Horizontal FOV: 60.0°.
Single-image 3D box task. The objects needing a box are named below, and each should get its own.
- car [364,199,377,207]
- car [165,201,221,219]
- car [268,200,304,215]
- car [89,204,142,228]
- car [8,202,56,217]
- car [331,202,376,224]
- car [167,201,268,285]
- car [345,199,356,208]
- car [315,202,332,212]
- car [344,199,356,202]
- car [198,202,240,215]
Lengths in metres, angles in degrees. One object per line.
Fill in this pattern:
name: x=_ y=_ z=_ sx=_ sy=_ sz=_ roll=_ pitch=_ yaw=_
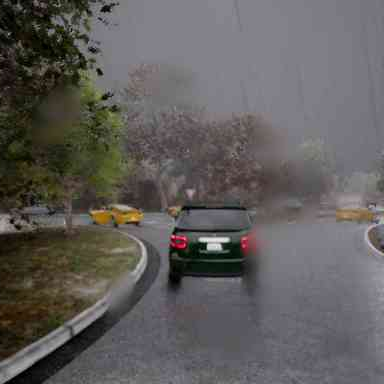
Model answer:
car: x=31.876 y=1.920 z=59.475 sx=1.895 sy=1.301 sz=4.718 roll=0 pitch=0 yaw=25
car: x=0.099 y=1.627 z=31.591 sx=5.008 sy=1.535 sz=1.882 roll=1 pitch=0 yaw=-25
car: x=10.342 y=1.666 z=37.088 sx=4.553 sy=1.767 sz=2.097 roll=2 pitch=-1 yaw=-31
car: x=-5.434 y=1.559 z=23.240 sx=1.882 sy=1.535 sz=5.008 roll=0 pitch=0 yaw=-42
car: x=-15.199 y=1.672 z=31.701 sx=4.181 sy=1.385 sz=1.994 roll=0 pitch=0 yaw=4
car: x=13.943 y=1.817 z=28.280 sx=1.882 sy=1.535 sz=5.008 roll=-1 pitch=-2 yaw=43
car: x=0.579 y=1.257 z=9.798 sx=2.150 sy=2.045 sz=5.566 roll=0 pitch=0 yaw=2
car: x=28.940 y=2.005 z=60.869 sx=1.812 sy=1.442 sz=4.674 roll=0 pitch=0 yaw=25
car: x=19.186 y=2.113 z=47.432 sx=4.181 sy=1.385 sz=1.994 roll=1 pitch=-1 yaw=-45
car: x=22.918 y=2.113 z=46.469 sx=2.033 sy=1.411 sz=5.357 roll=0 pitch=-1 yaw=43
car: x=2.930 y=1.777 z=36.557 sx=4.181 sy=1.385 sz=1.994 roll=1 pitch=-1 yaw=-29
